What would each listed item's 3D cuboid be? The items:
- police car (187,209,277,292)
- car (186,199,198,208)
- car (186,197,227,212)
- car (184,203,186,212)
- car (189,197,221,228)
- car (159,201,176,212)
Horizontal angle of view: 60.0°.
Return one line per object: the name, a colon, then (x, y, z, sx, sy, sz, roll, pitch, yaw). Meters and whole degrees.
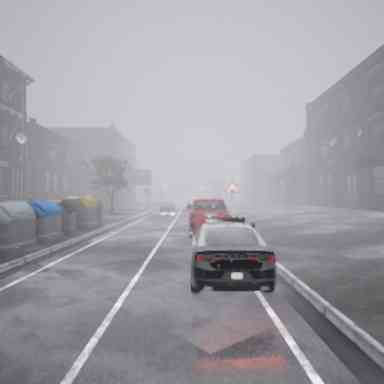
police car: (0.902, 1.483, 9.220, 1.930, 1.638, 5.238, 0, 0, 0)
car: (0.009, 1.991, 57.552, 1.994, 1.385, 4.181, 0, 0, 0)
car: (0.903, 1.359, 19.145, 2.150, 2.045, 5.566, 0, 0, 0)
car: (0.037, 1.877, 45.308, 1.812, 1.442, 4.674, 0, 0, 1)
car: (0.904, 1.412, 25.146, 2.150, 2.045, 5.566, 0, 0, 0)
car: (-3.087, 1.900, 43.089, 1.994, 1.385, 4.181, 0, 0, 0)
